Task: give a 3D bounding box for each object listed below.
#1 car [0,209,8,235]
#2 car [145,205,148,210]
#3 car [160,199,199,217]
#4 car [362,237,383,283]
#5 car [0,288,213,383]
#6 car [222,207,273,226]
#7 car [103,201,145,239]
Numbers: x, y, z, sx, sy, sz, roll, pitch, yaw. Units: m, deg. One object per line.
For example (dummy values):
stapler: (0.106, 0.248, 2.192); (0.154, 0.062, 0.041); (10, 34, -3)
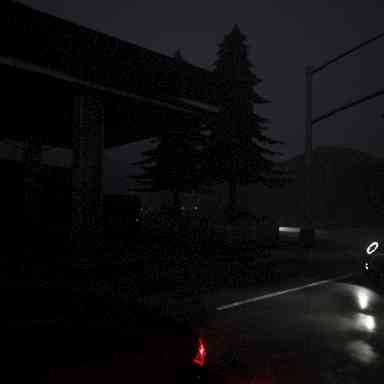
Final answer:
car: (-11.652, 1.520, 18.480); (2.242, 1.667, 4.611); (1, 0, -36)
car: (-7.470, 1.662, 41.332); (2.033, 1.411, 5.357); (1, 0, -35)
car: (-1.321, 1.539, 32.667); (2.097, 1.767, 4.553); (1, 0, -36)
car: (6.503, 1.427, 8.725); (4.553, 1.767, 2.097); (1, 0, -34)
car: (-1.843, 1.620, 2.692); (4.181, 1.385, 1.994); (1, -1, -36)
car: (4.098, 1.814, 25.028); (1.994, 1.385, 4.181); (1, 0, -35)
car: (-4.521, 1.445, 18.298); (1.905, 1.878, 3.866); (1, 0, -36)
